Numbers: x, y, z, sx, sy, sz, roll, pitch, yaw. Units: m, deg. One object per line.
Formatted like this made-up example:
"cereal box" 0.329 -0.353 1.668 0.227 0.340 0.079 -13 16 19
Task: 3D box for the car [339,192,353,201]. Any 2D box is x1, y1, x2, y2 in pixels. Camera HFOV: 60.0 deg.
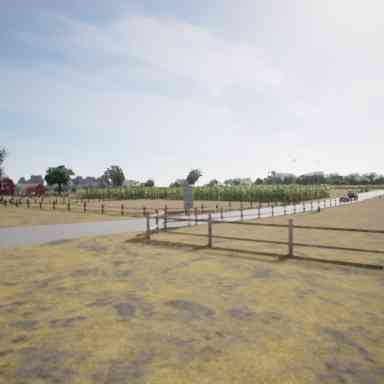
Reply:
"car" 39.222 1.625 85.437 1.882 1.535 5.008 -1 0 36
